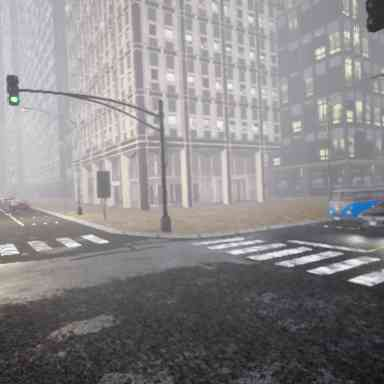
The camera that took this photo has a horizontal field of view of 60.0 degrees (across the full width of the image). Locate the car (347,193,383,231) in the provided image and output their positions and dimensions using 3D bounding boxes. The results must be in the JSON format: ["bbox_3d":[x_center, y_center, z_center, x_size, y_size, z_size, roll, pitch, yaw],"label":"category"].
[{"bbox_3d":[9.103,0.883,14.459,4.674,1.442,1.812,-3,1,-33],"label":"car"}]

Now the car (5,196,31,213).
[{"bbox_3d":[-16.855,1.279,32.537,1.802,1.307,4.206,-2,1,-33],"label":"car"}]

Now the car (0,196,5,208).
[{"bbox_3d":[-23.022,1.181,42.036,1.752,1.417,4.829,-2,1,-33],"label":"car"}]

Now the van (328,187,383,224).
[{"bbox_3d":[8.811,0.685,17.358,3.998,1.788,1.690,-3,1,-33],"label":"van"}]
